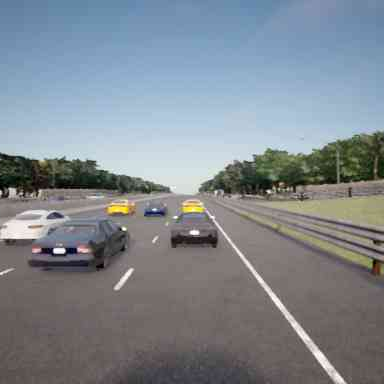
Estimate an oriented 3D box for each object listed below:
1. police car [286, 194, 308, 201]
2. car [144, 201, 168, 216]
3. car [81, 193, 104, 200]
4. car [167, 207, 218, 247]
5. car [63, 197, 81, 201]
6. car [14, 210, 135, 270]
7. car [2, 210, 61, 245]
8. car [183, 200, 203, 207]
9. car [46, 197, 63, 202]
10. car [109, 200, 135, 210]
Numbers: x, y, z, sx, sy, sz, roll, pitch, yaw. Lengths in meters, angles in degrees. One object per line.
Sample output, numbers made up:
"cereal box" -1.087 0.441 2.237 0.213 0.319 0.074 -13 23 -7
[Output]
"police car" 19.133 0.953 61.018 1.930 1.638 5.238 0 -2 -16
"car" -3.404 1.573 32.188 1.994 1.385 4.181 0 0 0
"car" -17.534 1.213 60.091 2.150 2.045 5.566 0 0 1
"car" 0.100 1.572 15.106 1.994 1.385 4.181 0 0 0
"car" -21.027 1.591 60.107 1.895 1.301 4.718 0 0 1
"car" -3.402 1.554 11.036 2.033 1.411 5.357 0 0 0
"car" -6.901 1.533 15.412 1.812 1.442 4.674 0 0 0
"car" 0.097 1.487 32.983 1.882 1.535 5.008 0 0 0
"car" -24.520 1.537 60.116 2.033 1.411 5.357 0 0 0
"car" -6.904 1.486 33.159 1.882 1.535 5.008 0 0 0
